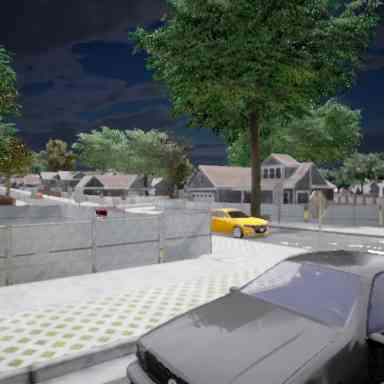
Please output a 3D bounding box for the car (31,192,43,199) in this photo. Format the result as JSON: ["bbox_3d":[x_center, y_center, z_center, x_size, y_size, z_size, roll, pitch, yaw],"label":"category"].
[{"bbox_3d":[-38.234,0.704,81.964,2.097,1.767,4.553,0,2,-35],"label":"car"}]

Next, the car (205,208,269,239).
[{"bbox_3d":[2.216,1.717,19.401,1.882,1.535,5.008,0,0,-35],"label":"car"}]

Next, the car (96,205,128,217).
[{"bbox_3d":[-8.270,1.991,34.413,1.895,1.301,4.718,0,0,-35],"label":"car"}]

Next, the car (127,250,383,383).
[{"bbox_3d":[1.943,1.546,4.327,5.357,1.411,2.033,0,0,-36],"label":"car"}]
